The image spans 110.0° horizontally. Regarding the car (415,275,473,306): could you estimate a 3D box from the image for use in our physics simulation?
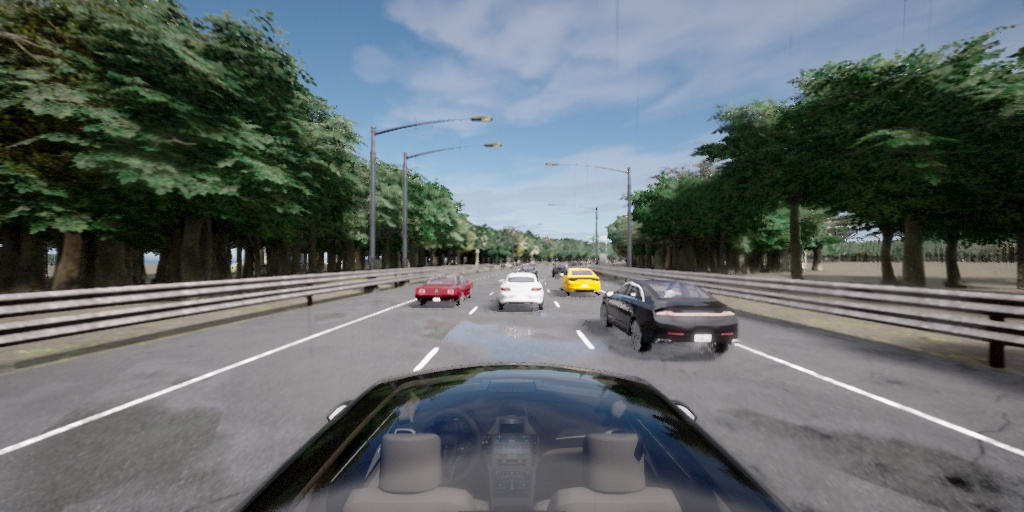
[{"bbox_3d":[-3.046,1.551,17.162,1.895,1.301,4.718,0,-1,2],"label":"car"}]

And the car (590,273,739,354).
[{"bbox_3d":[3.599,1.342,9.086,2.128,1.511,4.902,0,-1,1],"label":"car"}]

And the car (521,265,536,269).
[{"bbox_3d":[1.695,1.696,36.224,2.128,1.511,4.902,0,-1,5],"label":"car"}]

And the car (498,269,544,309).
[{"bbox_3d":[0.415,1.463,15.941,1.812,1.442,4.674,0,-1,2],"label":"car"}]

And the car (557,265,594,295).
[{"bbox_3d":[4.075,1.498,21.914,1.882,1.535,5.008,0,-1,3],"label":"car"}]

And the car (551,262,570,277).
[{"bbox_3d":[6.007,1.829,45.323,1.837,1.490,4.892,0,-1,6],"label":"car"}]
